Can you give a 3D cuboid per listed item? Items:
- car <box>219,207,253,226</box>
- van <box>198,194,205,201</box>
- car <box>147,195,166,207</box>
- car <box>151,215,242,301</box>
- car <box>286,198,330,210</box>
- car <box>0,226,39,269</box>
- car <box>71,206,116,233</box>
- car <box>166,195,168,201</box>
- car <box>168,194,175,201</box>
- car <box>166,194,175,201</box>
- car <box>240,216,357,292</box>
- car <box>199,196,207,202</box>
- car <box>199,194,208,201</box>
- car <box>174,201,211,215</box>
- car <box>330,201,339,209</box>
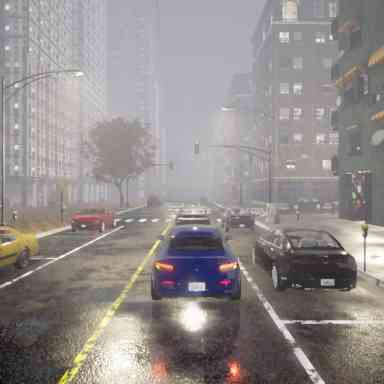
[{"bbox_3d":[2.654,1.555,19.818,2.008,1.369,4.403,0,0,0],"label":"car"},{"bbox_3d":[2.524,1.424,85.344,1.690,1.788,3.998,0,0,0],"label":"van"},{"bbox_3d":[-5.791,1.349,52.190,2.192,1.841,5.009,0,0,0],"label":"car"},{"bbox_3d":[0.078,1.526,8.232,1.812,1.442,4.674,0,0,0],"label":"car"},{"bbox_3d":[13.352,1.359,39.245,4.403,1.369,2.008,-1,1,-1],"label":"car"},{"bbox_3d":[-5.704,1.526,8.566,1.752,1.417,4.829,0,0,0],"label":"car"},{"bbox_3d":[-5.726,1.549,19.802,1.887,1.381,4.507,0,0,0],"label":"car"},{"bbox_3d":[-5.802,1.607,57.713,1.947,1.339,4.313,0,0,0],"label":"car"},{"bbox_3d":[-5.856,1.649,85.328,1.947,1.339,4.313,0,0,0],"label":"car"},{"bbox_3d":[-5.867,1.409,90.850,2.192,1.841,5.009,0,0,0],"label":"car"},{"bbox_3d":[2.676,1.551,8.752,2.008,1.369,4.403,0,0,0],"label":"car"},{"bbox_3d":[2.535,1.598,79.990,1.752,1.417,4.829,0,0,0],"label":"car"},{"bbox_3d":[2.547,1.629,74.297,1.947,1.339,4.313,0,0,0],"label":"car"},{"bbox_3d":[0.045,1.495,18.334,2.128,1.511,4.902,0,0,0],"label":"car"},{"bbox_3d":[18.749,1.259,39.310,4.829,1.417,1.752,-1,1,-1],"label":"car"}]
